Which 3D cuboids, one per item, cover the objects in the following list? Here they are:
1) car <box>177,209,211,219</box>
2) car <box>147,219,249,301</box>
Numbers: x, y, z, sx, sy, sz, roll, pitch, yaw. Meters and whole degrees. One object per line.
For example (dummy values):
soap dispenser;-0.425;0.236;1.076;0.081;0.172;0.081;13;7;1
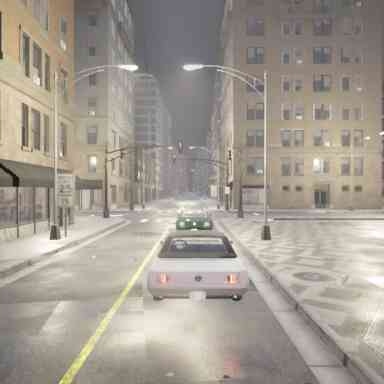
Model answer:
car;0.125;1.600;18.515;1.895;1.301;4.718;0;0;0
car;0.111;1.601;8.280;1.895;1.301;4.718;0;0;0
